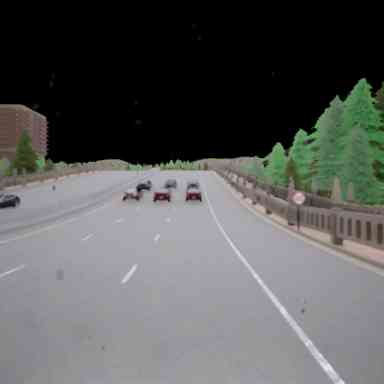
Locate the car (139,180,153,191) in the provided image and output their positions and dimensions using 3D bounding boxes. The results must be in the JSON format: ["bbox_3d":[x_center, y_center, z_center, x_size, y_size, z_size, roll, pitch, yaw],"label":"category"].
[{"bbox_3d":[-6.841,-1.019,48.706,1.837,1.490,4.892,0,7,1],"label":"car"}]

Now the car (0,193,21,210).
[{"bbox_3d":[-17.503,0.926,30.238,2.128,1.511,4.902,0,4,1],"label":"car"}]

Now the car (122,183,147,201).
[{"bbox_3d":[-6.808,0.183,38.682,1.812,1.442,4.674,0,6,0],"label":"car"}]

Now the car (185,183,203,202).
[{"bbox_3d":[0.196,0.199,38.046,1.882,1.535,5.008,0,6,0],"label":"car"}]

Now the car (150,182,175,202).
[{"bbox_3d":[-3.303,0.181,38.239,1.882,1.535,5.008,0,6,0],"label":"car"}]

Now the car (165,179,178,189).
[{"bbox_3d":[-3.230,-1.272,51.139,2.033,1.411,5.357,0,7,0],"label":"car"}]

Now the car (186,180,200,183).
[{"bbox_3d":[0.158,-0.978,48.319,1.837,1.490,4.892,0,7,0],"label":"car"}]
